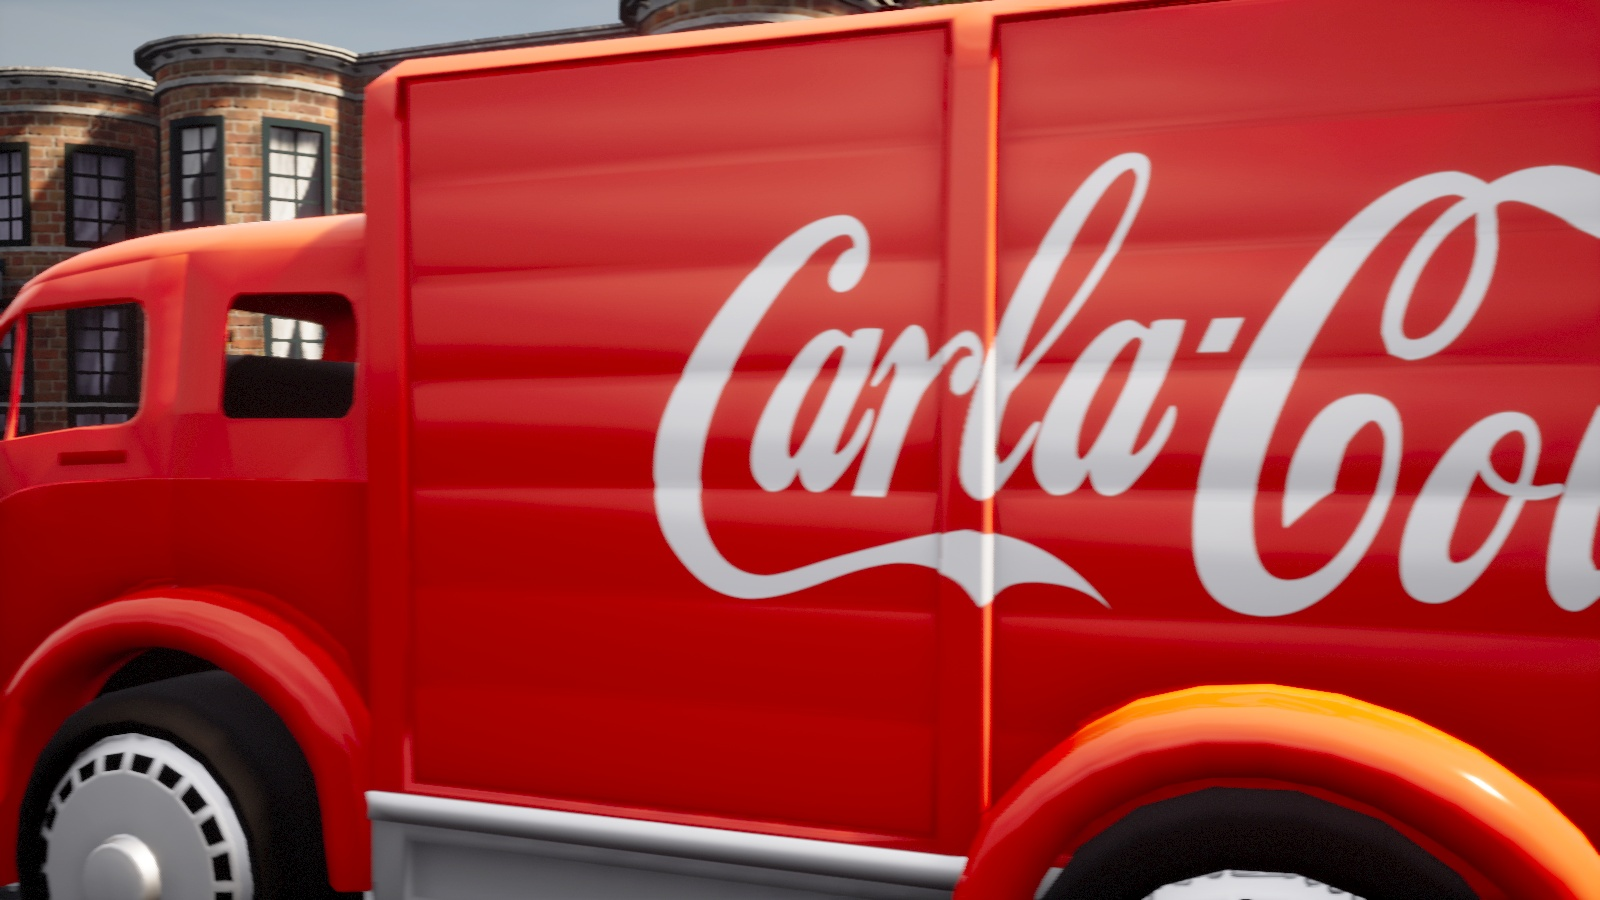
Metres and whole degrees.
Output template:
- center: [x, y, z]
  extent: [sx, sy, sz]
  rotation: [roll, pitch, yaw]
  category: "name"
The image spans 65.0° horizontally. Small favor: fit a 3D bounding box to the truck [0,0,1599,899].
- center: [-0.099, 0.279, 3.745]
  extent: [5.204, 2.467, 2.627]
  rotation: [1, 1, 19]
  category: "truck"
